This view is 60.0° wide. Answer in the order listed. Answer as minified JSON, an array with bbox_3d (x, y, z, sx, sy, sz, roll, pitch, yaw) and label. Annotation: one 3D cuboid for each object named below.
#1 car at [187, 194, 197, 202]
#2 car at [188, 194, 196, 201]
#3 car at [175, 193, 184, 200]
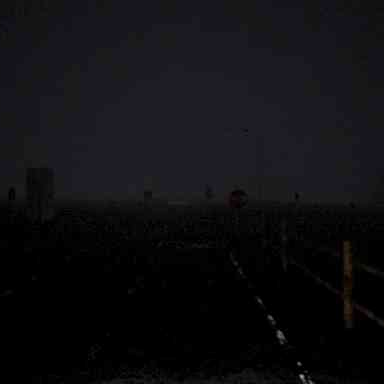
[{"bbox_3d":[0.026,1.480,71.339,1.812,1.442,4.674,0,0,0],"label":"car"},{"bbox_3d":[0.031,1.296,81.345,1.837,1.490,4.892,0,0,0],"label":"car"},{"bbox_3d":[-2.723,1.057,75.516,1.882,1.535,5.008,0,0,0],"label":"car"}]
